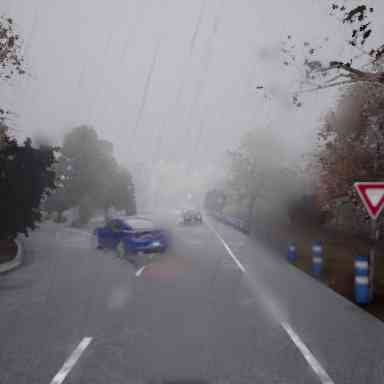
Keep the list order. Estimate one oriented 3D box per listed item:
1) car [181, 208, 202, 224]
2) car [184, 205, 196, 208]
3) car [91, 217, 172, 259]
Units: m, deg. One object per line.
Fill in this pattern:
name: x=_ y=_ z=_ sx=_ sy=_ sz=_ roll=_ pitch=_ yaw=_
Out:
car: x=0.098 y=2.621 z=35.210 sx=1.895 sy=1.301 sz=4.718 roll=0 pitch=-2 yaw=0
car: x=0.026 y=3.528 z=61.064 sx=1.812 sy=1.442 sz=4.674 roll=1 pitch=-3 yaw=1
car: x=-2.736 y=1.797 z=14.314 sx=1.882 sy=1.535 sz=5.008 roll=1 pitch=-1 yaw=-35
